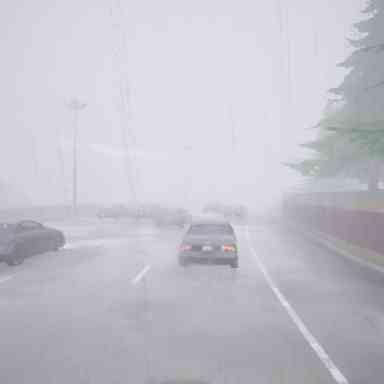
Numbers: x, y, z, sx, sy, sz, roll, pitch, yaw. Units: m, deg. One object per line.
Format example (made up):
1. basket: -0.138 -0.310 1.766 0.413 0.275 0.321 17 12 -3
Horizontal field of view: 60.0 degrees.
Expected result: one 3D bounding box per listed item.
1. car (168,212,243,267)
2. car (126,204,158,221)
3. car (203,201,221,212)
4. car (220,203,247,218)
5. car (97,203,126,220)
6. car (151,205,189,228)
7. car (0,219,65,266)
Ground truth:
1. car: 0.663 1.645 11.779 2.033 1.411 5.357 0 0 5
2. car: -3.619 1.791 29.788 2.033 1.411 5.357 0 0 12
3. car: 2.727 1.835 39.876 1.837 1.490 4.892 0 0 17
4. car: 4.321 1.873 32.861 1.895 1.301 4.718 0 0 14
5. car: -7.022 1.773 30.390 1.812 1.442 4.674 0 0 12
6. car: -1.202 1.759 23.716 1.994 1.385 4.181 0 0 10
7. car: -6.288 1.660 11.928 1.994 1.385 4.181 0 0 4
